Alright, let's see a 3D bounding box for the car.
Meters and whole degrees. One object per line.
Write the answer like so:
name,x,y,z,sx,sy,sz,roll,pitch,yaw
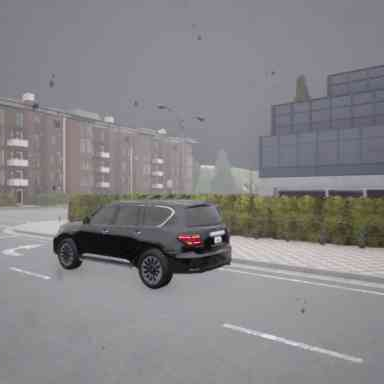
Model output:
car,-1.573,1.220,9.401,5.566,2.045,2.150,0,0,35
